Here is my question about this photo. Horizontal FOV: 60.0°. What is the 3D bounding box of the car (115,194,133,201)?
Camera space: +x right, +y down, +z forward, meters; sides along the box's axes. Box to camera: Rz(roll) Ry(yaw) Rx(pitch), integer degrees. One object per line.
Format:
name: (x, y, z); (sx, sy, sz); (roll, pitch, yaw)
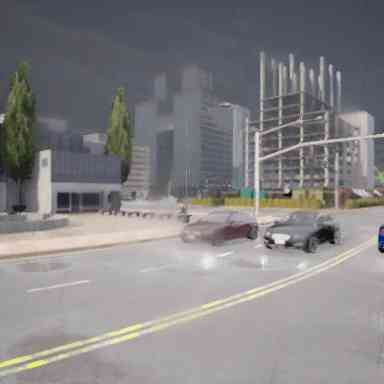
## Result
car: (-18.974, 1.612, 92.805); (1.932, 1.855, 4.605); (0, 0, 41)

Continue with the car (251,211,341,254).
car: (4.807, 1.593, 14.132); (2.128, 1.511, 4.902); (0, -1, 40)

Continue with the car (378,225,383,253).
car: (8.967, 1.592, 13.446); (1.882, 1.535, 5.008); (0, -1, 40)

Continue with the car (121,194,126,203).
car: (-14.698, 1.639, 60.200); (4.553, 1.767, 2.097); (0, 0, 43)

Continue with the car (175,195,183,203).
car: (-1.897, 1.599, 78.127); (1.905, 1.878, 3.866); (0, 0, 41)

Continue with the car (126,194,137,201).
car: (-16.813, 1.612, 90.879); (1.905, 1.878, 3.866); (0, 0, 41)

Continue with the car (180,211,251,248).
car: (1.479, 1.622, 15.627); (1.812, 1.442, 4.674); (0, 0, 41)

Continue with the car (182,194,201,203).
car: (0.292, 1.837, 76.232); (1.970, 1.475, 3.806); (0, 0, 41)
